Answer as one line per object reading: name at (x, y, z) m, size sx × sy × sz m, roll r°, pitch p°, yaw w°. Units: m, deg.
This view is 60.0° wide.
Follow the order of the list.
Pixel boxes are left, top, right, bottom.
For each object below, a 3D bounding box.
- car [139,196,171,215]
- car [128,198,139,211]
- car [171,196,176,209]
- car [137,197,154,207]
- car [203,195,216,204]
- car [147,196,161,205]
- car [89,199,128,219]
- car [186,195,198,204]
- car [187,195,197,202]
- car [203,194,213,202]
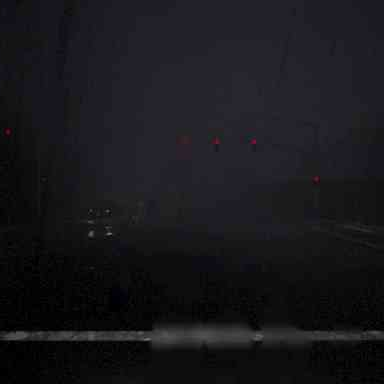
car at (-3.592, 1.350, 33.159) m, size 2.097 × 1.767 × 4.553 m, roll 0°, pitch 0°, yaw 0°
car at (-7.093, 1.475, 40.025) m, size 1.882 × 1.535 × 5.008 m, roll 0°, pitch 0°, yaw 0°
car at (-3.592, 1.562, 43.726) m, size 1.994 × 1.385 × 4.181 m, roll 0°, pitch 0°, yaw 0°
car at (-7.087, 1.503, 50.941) m, size 1.837 × 1.490 × 4.892 m, roll 0°, pitch 0°, yaw 0°
car at (3.610, 1.544, 64.194) m, size 2.033 × 1.411 × 5.357 m, roll 0°, pitch 0°, yaw 0°
car at (-7.058, 1.488, 61.949) m, size 2.128 × 1.511 × 4.902 m, roll 0°, pitch 0°, yaw 0°
car at (-7.359, 1.526, 28.998) m, size 1.812 × 1.442 × 4.674 m, roll 0°, pitch 0°, yaw 5°
car at (0.005, 1.501, 63.727) m, size 1.837 × 1.490 × 4.892 m, roll 0°, pitch 0°, yaw 0°
car at (0.005, 1.409, 73.837) m, size 1.994 × 1.385 × 4.181 m, roll 0°, pitch 0°, yaw 0°
car at (3.508, 1.351, 74.416) m, size 2.097 × 1.767 × 4.553 m, roll 0°, pitch 0°, yaw 0°
